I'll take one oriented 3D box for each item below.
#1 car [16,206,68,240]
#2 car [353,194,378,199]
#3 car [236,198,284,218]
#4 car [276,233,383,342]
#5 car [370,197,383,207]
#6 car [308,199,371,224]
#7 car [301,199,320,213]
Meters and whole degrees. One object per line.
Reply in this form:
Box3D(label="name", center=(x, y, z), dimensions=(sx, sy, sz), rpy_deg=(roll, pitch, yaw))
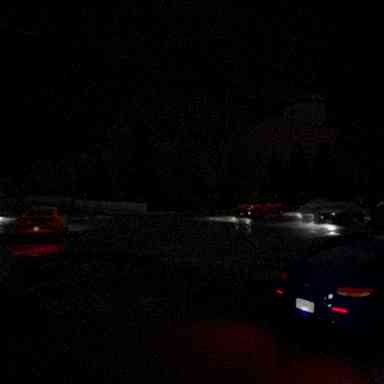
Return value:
Box3D(label="car", center=(-7.538, 1.474, 17.038), dimensions=(1.882, 1.535, 5.008), rpy_deg=(0, 0, -16))
Box3D(label="car", center=(20.778, 1.091, 40.201), dimensions=(5.008, 1.535, 1.882), rpy_deg=(-4, 2, -35))
Box3D(label="car", center=(6.131, 1.323, 29.908), dimensions=(4.553, 1.767, 2.097), rpy_deg=(0, 0, -34))
Box3D(label="car", center=(3.549, 1.518, 6.289), dimensions=(4.674, 1.442, 1.812), rpy_deg=(0, 0, -36))
Box3D(label="car", center=(18.107, 1.441, 29.729), dimensions=(4.674, 1.442, 1.812), rpy_deg=(-1, 1, -35))
Box3D(label="car", center=(11.055, 1.491, 24.753), dimensions=(4.674, 1.442, 1.812), rpy_deg=(0, 0, -35))
Box3D(label="car", center=(13.426, 1.455, 34.984), dimensions=(4.674, 1.442, 1.812), rpy_deg=(-1, 1, -35))
